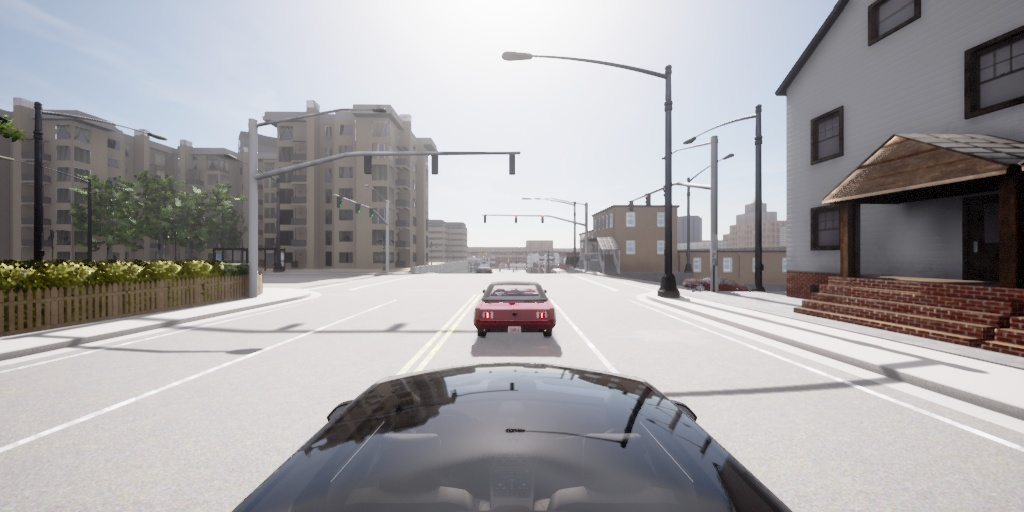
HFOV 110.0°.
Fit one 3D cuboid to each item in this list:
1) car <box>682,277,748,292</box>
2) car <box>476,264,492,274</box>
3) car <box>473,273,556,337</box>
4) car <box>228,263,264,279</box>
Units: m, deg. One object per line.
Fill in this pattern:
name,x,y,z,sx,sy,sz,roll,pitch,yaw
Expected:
car,17.031,2.457,30.159,5.008,1.535,1.882,9,0,1
car,-3.587,1.769,46.897,1.812,1.442,4.674,0,-4,0
car,0.076,1.350,10.218,1.895,1.301,4.718,0,0,0
car,-21.417,1.239,26.954,4.902,1.511,2.128,0,0,1
